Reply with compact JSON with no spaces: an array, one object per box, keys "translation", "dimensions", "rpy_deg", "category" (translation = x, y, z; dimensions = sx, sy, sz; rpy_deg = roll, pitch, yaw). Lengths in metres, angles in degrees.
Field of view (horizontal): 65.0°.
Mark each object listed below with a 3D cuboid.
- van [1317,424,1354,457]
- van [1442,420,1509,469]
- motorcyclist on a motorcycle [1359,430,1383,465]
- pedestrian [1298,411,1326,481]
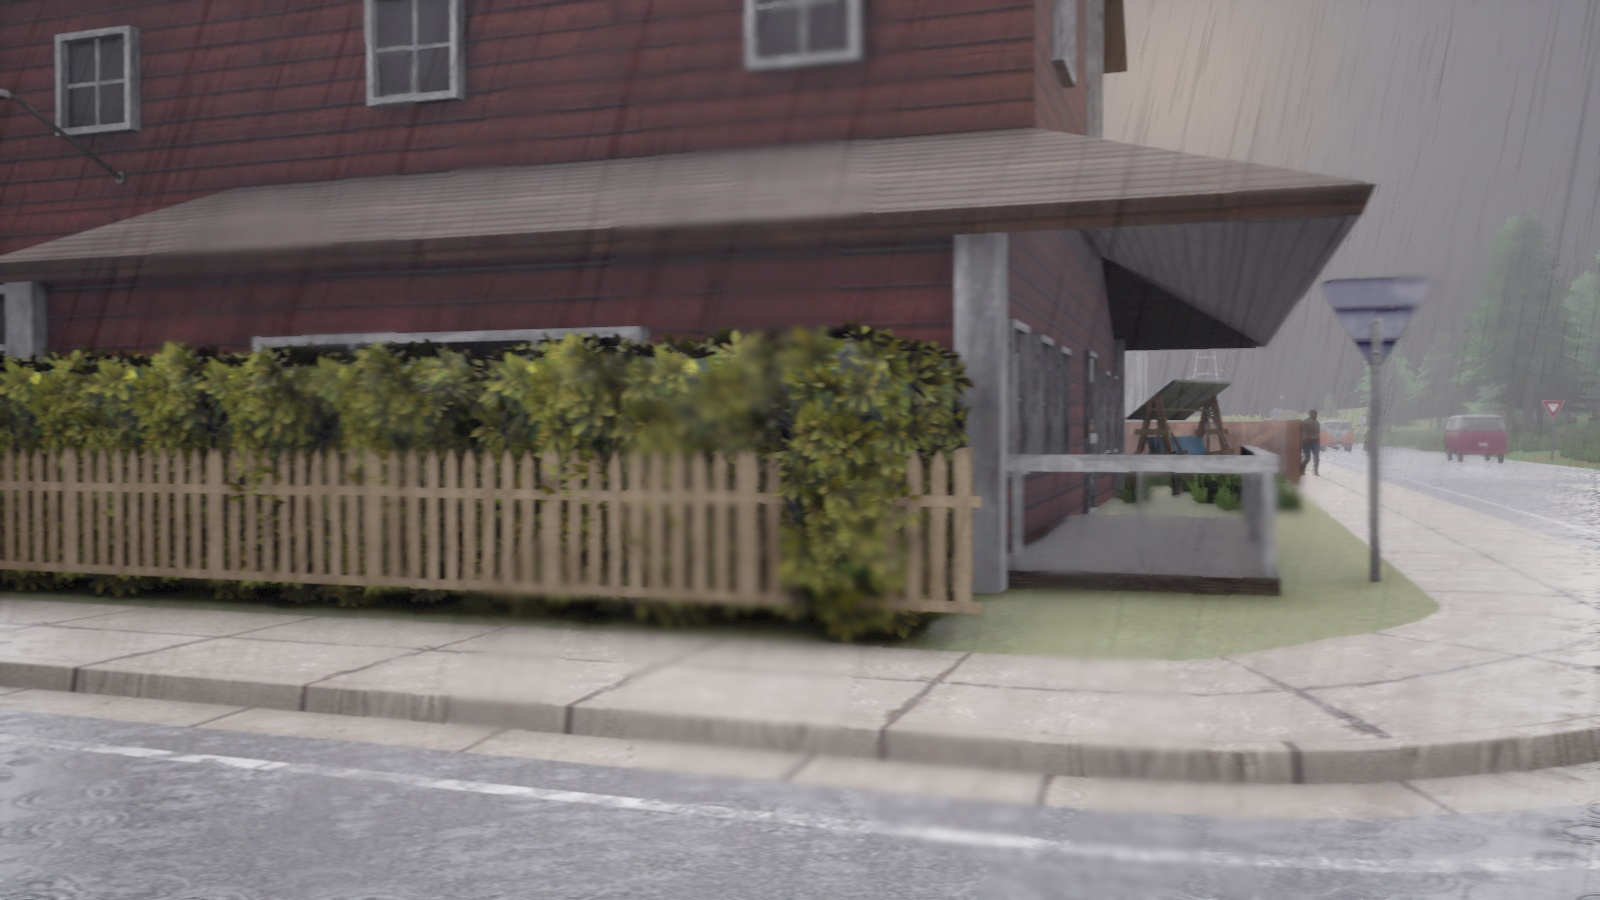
[{"translation":[33.438,-0.618,78.550],"dimensions":[1.775,1.987,4.442],"rpy_deg":[1,1,19],"category":"van"},{"translation":[28.586,-0.246,53.278],"dimensions":[1.775,1.987,4.442],"rpy_deg":[1,1,19],"category":"van"},{"translation":[26.827,-0.138,59.002],"dimensions":[0.797,1.523,2.044],"rpy_deg":[1,3,19],"category":"motorcyclist on a motorcycle"},{"translation":[13.451,-0.106,32.987],"dimensions":[0.328,1.805,0.869],"rpy_deg":[0,1,-3],"category":"pedestrian"}]
